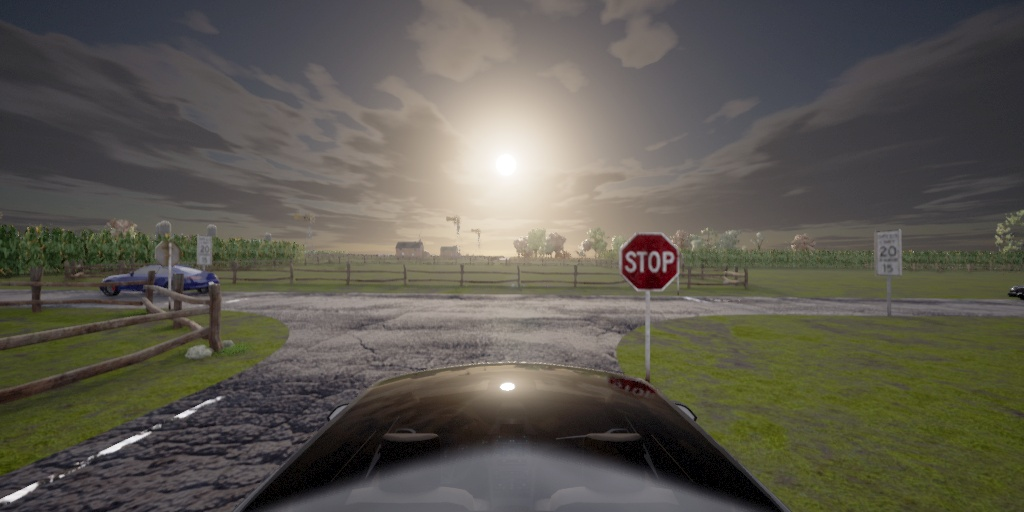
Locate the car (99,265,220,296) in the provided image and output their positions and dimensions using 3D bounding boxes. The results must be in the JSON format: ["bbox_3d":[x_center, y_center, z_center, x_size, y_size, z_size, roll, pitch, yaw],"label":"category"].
[{"bbox_3d":[-16.628,1.129,17.082,4.674,1.442,1.812,1,-1,0],"label":"car"}]

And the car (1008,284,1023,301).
[{"bbox_3d":[27.581,1.597,17.241,5.357,1.411,2.033,1,-1,0],"label":"car"}]
